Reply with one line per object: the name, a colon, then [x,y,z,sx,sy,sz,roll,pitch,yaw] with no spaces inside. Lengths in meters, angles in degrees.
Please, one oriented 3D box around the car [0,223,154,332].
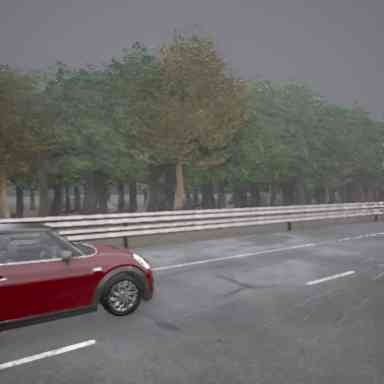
car: [-2.955,1.348,5.941,4.553,1.767,2.097,0,0,-36]
